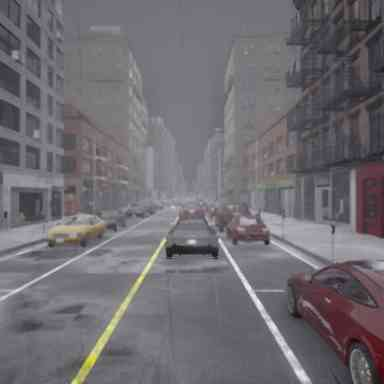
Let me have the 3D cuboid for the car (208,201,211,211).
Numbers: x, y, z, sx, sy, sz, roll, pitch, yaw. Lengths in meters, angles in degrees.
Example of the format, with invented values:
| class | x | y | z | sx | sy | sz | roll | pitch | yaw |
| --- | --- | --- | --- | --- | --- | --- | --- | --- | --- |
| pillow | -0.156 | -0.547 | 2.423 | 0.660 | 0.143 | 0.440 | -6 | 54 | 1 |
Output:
| class | x | y | z | sx | sy | sz | roll | pitch | yaw |
| --- | --- | --- | --- | --- | --- | --- | --- | --- | --- |
| car | 2.633 | 1.761 | 33.188 | 1.967 | 1.590 | 4.097 | 0 | -1 | 0 |

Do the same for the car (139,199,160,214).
| class | x | y | z | sx | sy | sz | roll | pitch | yaw |
| --- | --- | --- | --- | --- | --- | --- | --- | --- | --- |
| car | -5.392 | 1.689 | 38.865 | 2.192 | 1.841 | 5.009 | 0 | -1 | 0 |

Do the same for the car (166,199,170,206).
| class | x | y | z | sx | sy | sz | roll | pitch | yaw |
| --- | --- | --- | --- | --- | --- | --- | --- | --- | --- |
| car | -5.395 | 2.221 | 67.271 | 1.802 | 1.307 | 4.206 | 0 | -1 | 0 |

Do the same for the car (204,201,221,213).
| class | x | y | z | sx | sy | sz | roll | pitch | yaw |
| --- | --- | --- | --- | --- | --- | --- | --- | --- | --- |
| car | 2.632 | 1.978 | 44.549 | 2.008 | 1.369 | 4.403 | 0 | -1 | 0 |

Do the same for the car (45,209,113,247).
| class | x | y | z | sx | sy | sz | roll | pitch | yaw |
| --- | --- | --- | --- | --- | --- | --- | --- | --- | --- |
| car | -5.390 | 1.684 | 15.968 | 1.752 | 1.417 | 4.829 | 0 | -1 | 0 |

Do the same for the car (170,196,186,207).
| class | x | y | z | sx | sy | sz | roll | pitch | yaw |
| --- | --- | --- | --- | --- | --- | --- | --- | --- | --- |
| car | -2.774 | 2.124 | 65.357 | 1.837 | 1.490 | 4.892 | 0 | 0 | 0 |

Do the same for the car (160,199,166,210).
| class | x | y | z | sx | sy | sz | roll | pitch | yaw |
| --- | --- | --- | --- | --- | --- | --- | --- | --- | --- |
| car | -5.393 | 1.920 | 50.227 | 1.967 | 1.590 | 4.097 | 0 | -1 | 0 |

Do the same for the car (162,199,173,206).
| class | x | y | z | sx | sy | sz | roll | pitch | yaw |
| --- | --- | --- | --- | --- | --- | --- | --- | --- | --- |
| car | -5.395 | 2.242 | 72.952 | 2.008 | 1.369 | 4.403 | 0 | -1 | 0 |

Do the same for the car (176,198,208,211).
| class | x | y | z | sx | sy | sz | roll | pitch | yaw |
| --- | --- | --- | --- | --- | --- | --- | --- | --- | --- |
| car | 0.018 | 1.627 | 28.423 | 2.097 | 1.767 | 4.553 | 0 | -1 | 1 |

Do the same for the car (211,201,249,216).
| class | x | y | z | sx | sy | sz | roll | pitch | yaw |
| --- | --- | --- | --- | --- | --- | --- | --- | --- | --- |
| car | 2.635 | 1.529 | 21.828 | 2.192 | 1.841 | 5.009 | 0 | -1 | 0 |

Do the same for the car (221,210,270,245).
| class | x | y | z | sx | sy | sz | roll | pitch | yaw |
| --- | --- | --- | --- | --- | --- | --- | --- | --- | --- |
| car | 2.635 | 1.743 | 16.144 | 1.802 | 1.307 | 4.206 | 0 | -1 | 0 |

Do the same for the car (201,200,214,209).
| class | x | y | z | sx | sy | sz | roll | pitch | yaw |
| --- | --- | --- | --- | --- | --- | --- | --- | --- | --- |
| car | 2.631 | 2.099 | 55.911 | 1.947 | 1.339 | 4.313 | 0 | -1 | 0 |

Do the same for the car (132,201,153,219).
| class | x | y | z | sx | sy | sz | roll | pitch | yaw |
| --- | --- | --- | --- | --- | --- | --- | --- | --- | --- |
| car | -5.392 | 1.886 | 33.182 | 1.947 | 1.339 | 4.313 | 0 | -1 | 0 |

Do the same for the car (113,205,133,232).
| class | x | y | z | sx | sy | sz | roll | pitch | yaw |
| --- | --- | --- | --- | --- | --- | --- | --- | --- | --- |
| car | -5.391 | 1.780 | 21.819 | 1.947 | 1.339 | 4.313 | 0 | -1 | 0 |

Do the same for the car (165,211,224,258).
| class | x | y | z | sx | sy | sz | roll | pitch | yaw |
| --- | --- | --- | --- | --- | --- | --- | --- | --- | --- |
| car | 0.019 | 1.699 | 13.438 | 1.994 | 1.385 | 4.181 | 0 | 0 | 0 |

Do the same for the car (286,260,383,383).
| class | x | y | z | sx | sy | sz | roll | pitch | yaw |
| --- | --- | --- | --- | --- | --- | --- | --- | --- | --- |
| car | 2.636 | 1.632 | 4.781 | 1.802 | 1.307 | 4.206 | 0 | -1 | 0 |
